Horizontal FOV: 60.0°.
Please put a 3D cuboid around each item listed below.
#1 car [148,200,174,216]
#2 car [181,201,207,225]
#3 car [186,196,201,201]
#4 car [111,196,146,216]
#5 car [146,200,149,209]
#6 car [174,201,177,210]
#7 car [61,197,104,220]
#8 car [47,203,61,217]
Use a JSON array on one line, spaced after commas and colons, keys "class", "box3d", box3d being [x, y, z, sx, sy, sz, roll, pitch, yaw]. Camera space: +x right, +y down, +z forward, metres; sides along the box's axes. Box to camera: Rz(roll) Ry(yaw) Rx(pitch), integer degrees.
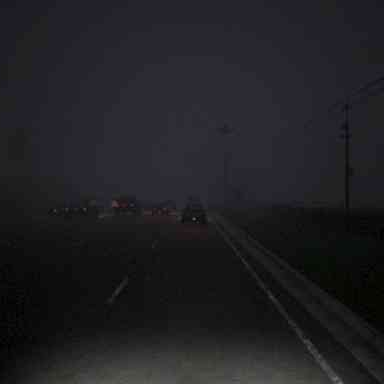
[{"class": "car", "box3d": [-3.318, 1.847, 36.497, 1.812, 1.442, 4.674, 0, -1, 0]}, {"class": "car", "box3d": [0.157, 1.725, 26.096, 2.128, 1.511, 4.902, 0, -1, 0]}, {"class": "car", "box3d": [0.219, 1.682, 51.413, 2.150, 2.045, 5.566, 0, 0, 0]}, {"class": "car", "box3d": [-6.818, 1.526, 36.228, 2.150, 2.045, 5.566, 0, -1, 0]}, {"class": "car", "box3d": [-6.774, 1.962, 50.237, 1.812, 1.442, 4.674, 0, 0, 1]}, {"class": "car", "box3d": [-3.284, 1.945, 49.818, 1.837, 1.490, 4.892, 0, 0, 0]}, {"class": "car", "box3d": [-10.329, 1.616, 31.713, 2.097, 1.767, 4.553, 0, -1, 0]}, {"class": "car", "box3d": [-13.822, 1.857, 35.639, 1.994, 1.385, 4.181, 0, -1, 0]}]
